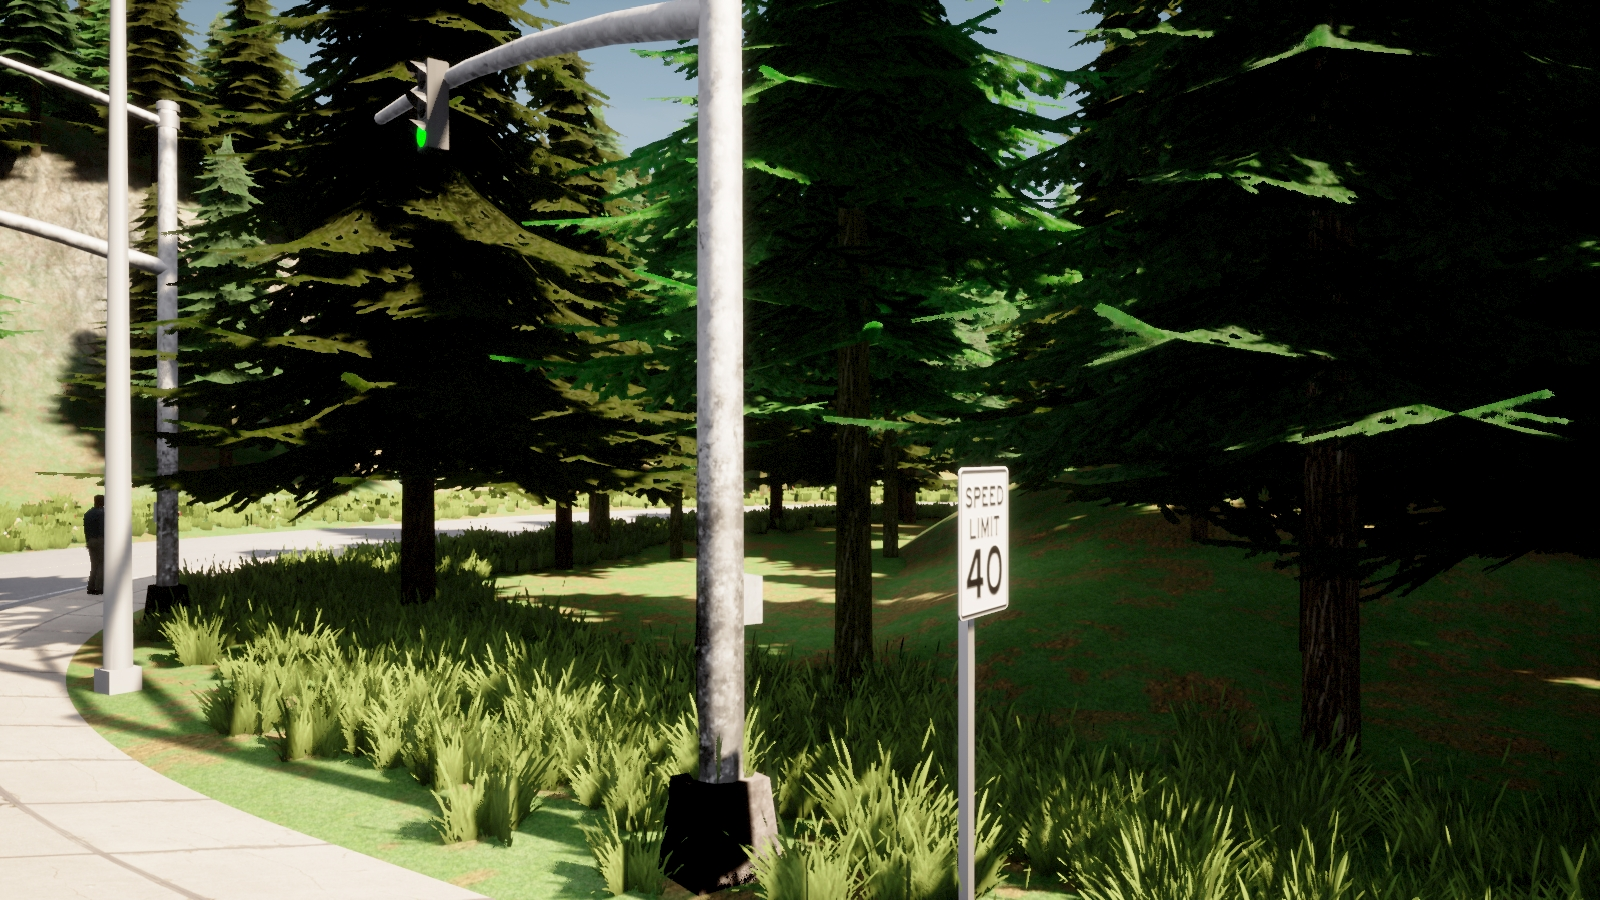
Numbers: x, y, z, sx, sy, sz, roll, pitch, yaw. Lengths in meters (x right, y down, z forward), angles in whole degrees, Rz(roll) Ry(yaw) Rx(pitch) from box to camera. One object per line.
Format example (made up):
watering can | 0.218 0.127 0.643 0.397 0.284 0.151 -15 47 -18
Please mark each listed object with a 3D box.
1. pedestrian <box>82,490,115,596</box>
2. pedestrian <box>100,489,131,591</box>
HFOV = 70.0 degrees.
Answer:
pedestrian | -12.650 1.668 20.602 0.375 1.860 0.375 0 0 29
pedestrian | -12.722 1.668 21.241 0.375 1.860 0.375 0 0 -10
